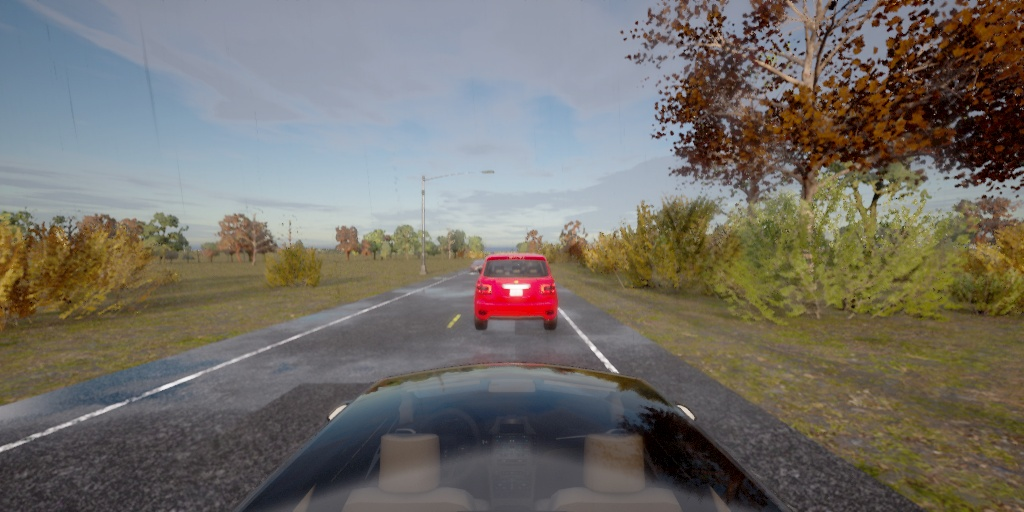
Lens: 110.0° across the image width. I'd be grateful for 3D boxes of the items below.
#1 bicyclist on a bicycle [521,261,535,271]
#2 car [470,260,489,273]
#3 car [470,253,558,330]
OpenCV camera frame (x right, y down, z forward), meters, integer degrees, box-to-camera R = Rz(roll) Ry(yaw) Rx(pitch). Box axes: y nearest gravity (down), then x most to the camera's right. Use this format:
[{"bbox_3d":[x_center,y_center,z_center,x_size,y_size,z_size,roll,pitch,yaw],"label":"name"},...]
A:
[{"bbox_3d":[0.946,1.069,18.817,0.659,1.776,1.843,0,0,0],"label":"bicyclist on a bicycle"},{"bbox_3d":[-3.732,1.158,41.636,1.812,1.442,4.674,0,0,0],"label":"car"},{"bbox_3d":[0.094,0.943,11.111,2.150,2.045,5.566,0,0,0],"label":"car"}]
